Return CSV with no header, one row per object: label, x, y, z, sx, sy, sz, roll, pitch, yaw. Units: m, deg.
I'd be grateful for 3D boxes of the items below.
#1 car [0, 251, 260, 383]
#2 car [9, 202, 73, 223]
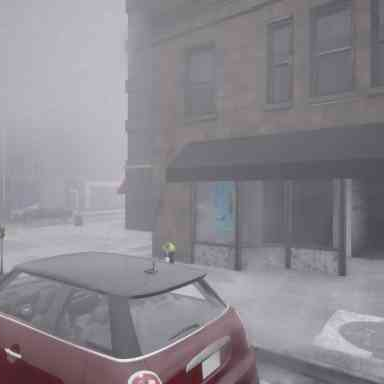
car,-1.418,1.440,3.864,4.097,1.590,1.967,0,0,36
car,-11.376,1.516,25.385,1.812,1.442,4.674,0,0,37
